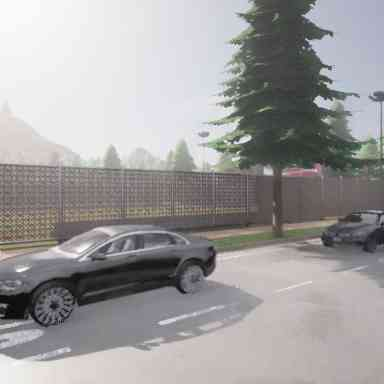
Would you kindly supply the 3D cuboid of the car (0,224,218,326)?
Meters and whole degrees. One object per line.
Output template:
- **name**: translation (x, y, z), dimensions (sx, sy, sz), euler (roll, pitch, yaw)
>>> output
- **car**: translation (-1.652, 1.491, 7.152), dimensions (4.902, 1.511, 2.128), euler (0, 0, -37)

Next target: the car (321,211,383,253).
- **car**: translation (7.313, 1.525, 13.894), dimensions (4.674, 1.442, 1.812), euler (0, 0, -37)
